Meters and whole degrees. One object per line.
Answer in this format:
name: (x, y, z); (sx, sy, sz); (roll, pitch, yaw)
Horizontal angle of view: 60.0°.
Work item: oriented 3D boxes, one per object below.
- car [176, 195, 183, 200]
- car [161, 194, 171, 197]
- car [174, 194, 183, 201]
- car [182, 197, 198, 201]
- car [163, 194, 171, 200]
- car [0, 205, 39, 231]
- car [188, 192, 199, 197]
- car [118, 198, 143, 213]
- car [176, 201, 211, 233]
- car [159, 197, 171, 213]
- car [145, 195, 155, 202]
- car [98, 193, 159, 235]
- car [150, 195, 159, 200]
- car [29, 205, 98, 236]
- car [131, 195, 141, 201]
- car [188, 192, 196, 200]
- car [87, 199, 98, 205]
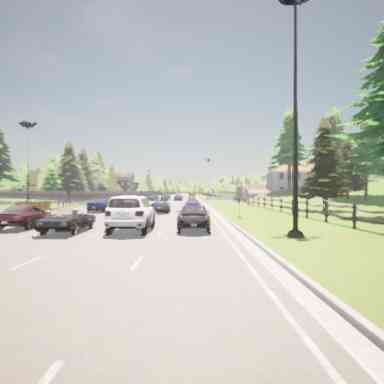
car: (-3.492, 1.440, 93.812); (2.033, 1.411, 5.357); (0, 0, 0)
car: (-6.993, 1.577, 83.392); (2.128, 1.511, 4.902); (0, 0, 0)
car: (-3.493, 1.408, 83.778); (2.097, 1.767, 4.553); (0, 0, 0)
car: (0.090, 1.552, 37.167); (1.812, 1.442, 4.674); (0, 0, 0)
car: (-6.992, 1.400, 93.812); (1.837, 1.490, 4.892); (0, 0, 0)
car: (-10.413, 1.541, 20.830); (1.812, 1.442, 4.674); (0, 0, 0)
car: (0.007, 1.408, 83.778); (2.097, 1.767, 4.553); (0, 0, 0)
car: (-6.894, 1.505, 37.673); (1.882, 1.535, 5.008); (0, 0, 0)
car: (0.102, 1.506, 19.784); (2.128, 1.511, 4.902); (0, 0, 0)
car: (-3.397, 1.590, 36.694); (1.994, 1.385, 4.181); (0, 0, 0)
car: (-10.493, 1.577, 83.392); (2.128, 1.511, 4.902); (0, 0, 0)
car: (-3.398, 1.235, 19.016); (2.150, 2.045, 5.566); (0, 0, 0)
car: (-10.492, 1.453, 93.812); (1.994, 1.385, 4.181); (0, 0, 0)
car: (-6.898, 1.614, 18.625); (1.895, 1.301, 4.718); (0, 0, 0)
car: (-13.993, 1.577, 83.809); (1.812, 1.442, 4.674); (0, 0, 0)
car: (0.008, 1.125, 93.842); (2.150, 2.045, 5.566); (0, 0, 0)
car: (-10.396, 1.505, 37.675); (1.882, 1.535, 5.008); (0, 0, 0)
